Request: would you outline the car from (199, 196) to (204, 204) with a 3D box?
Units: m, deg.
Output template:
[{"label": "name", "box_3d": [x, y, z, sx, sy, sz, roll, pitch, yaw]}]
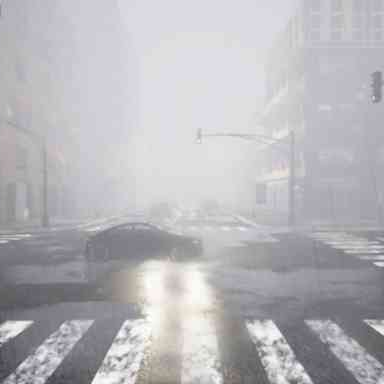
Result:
[{"label": "car", "box_3d": [2.643, 1.933, 56.904, 1.967, 1.590, 4.097, -1, -1, 0]}]

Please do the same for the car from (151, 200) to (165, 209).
[{"label": "car", "box_3d": [-5.703, 2.057, 56.935, 1.947, 1.339, 4.313, -1, -1, 0]}]

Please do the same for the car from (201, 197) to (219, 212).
[{"label": "car", "box_3d": [2.649, 1.834, 45.563, 1.967, 1.590, 4.097, -1, -1, 0]}]

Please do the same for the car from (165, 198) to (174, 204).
[{"label": "car", "box_3d": [-5.733, 2.284, 85.289, 1.887, 1.381, 4.507, -1, -1, 0]}]

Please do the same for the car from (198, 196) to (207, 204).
[{"label": "car", "box_3d": [2.624, 2.057, 85.258, 2.192, 1.841, 5.009, -1, -1, 0]}]

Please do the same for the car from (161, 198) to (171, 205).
[{"label": "car", "box_3d": [-5.715, 2.080, 73.948, 1.967, 1.590, 4.097, -1, -1, 0]}]

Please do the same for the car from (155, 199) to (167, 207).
[{"label": "car", "box_3d": [-5.706, 2.064, 62.436, 1.752, 1.417, 4.829, -1, -1, 0]}]

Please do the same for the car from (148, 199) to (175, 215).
[{"label": "car", "box_3d": [-3.109, 1.768, 33.998, 1.882, 1.535, 5.008, 0, -1, 0]}]

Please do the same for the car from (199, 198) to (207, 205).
[{"label": "car", "box_3d": [2.630, 2.237, 79.586, 1.887, 1.381, 4.507, -1, -1, 0]}]

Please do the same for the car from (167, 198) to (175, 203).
[{"label": "car", "box_3d": [-5.766, 2.372, 90.959, 1.802, 1.307, 4.206, -1, -1, 0]}]

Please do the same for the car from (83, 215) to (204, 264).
[{"label": "car", "box_3d": [-1.672, 1.713, 11.895, 4.181, 1.385, 1.994, -1, 0, 0]}]

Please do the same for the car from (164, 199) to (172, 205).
[{"label": "car", "box_3d": [-5.716, 2.272, 79.618, 1.802, 1.307, 4.206, -1, -1, 0]}]

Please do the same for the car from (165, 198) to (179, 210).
[{"label": "car", "box_3d": [-3.082, 2.013, 51.986, 1.994, 1.385, 4.181, 0, -1, 0]}]
